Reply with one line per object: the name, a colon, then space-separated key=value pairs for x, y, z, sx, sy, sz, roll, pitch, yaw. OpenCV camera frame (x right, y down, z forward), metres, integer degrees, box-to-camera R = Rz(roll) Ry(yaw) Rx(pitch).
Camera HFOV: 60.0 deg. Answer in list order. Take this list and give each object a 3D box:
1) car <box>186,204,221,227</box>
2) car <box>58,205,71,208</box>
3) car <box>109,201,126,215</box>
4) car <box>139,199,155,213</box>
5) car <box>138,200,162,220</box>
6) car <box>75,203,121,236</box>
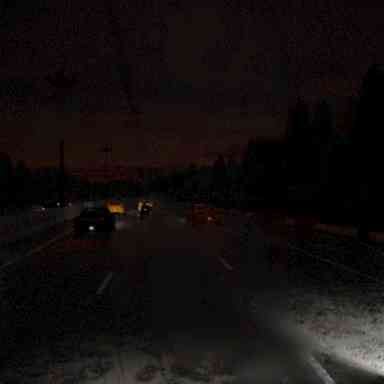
car: x=0.764 y=1.634 z=24.469 sx=1.882 sy=1.535 sz=5.008 roll=0 pitch=0 yaw=-9
car: x=-17.224 y=1.672 z=45.816 sx=2.097 sy=1.767 sz=4.553 roll=0 pitch=0 yaw=-10
car: x=-8.440 y=1.728 z=37.031 sx=1.882 sy=1.535 sz=5.008 roll=0 pitch=0 yaw=-10
car: x=-5.789 y=1.759 z=42.335 sx=1.882 sy=1.535 sz=5.008 roll=0 pitch=0 yaw=-10
car: x=-3.804 y=1.695 z=30.556 sx=2.128 sy=1.511 sz=4.902 roll=0 pitch=0 yaw=-9
car: x=-5.492 y=1.624 z=19.278 sx=2.128 sy=1.511 sz=4.902 roll=0 pitch=0 yaw=-9
